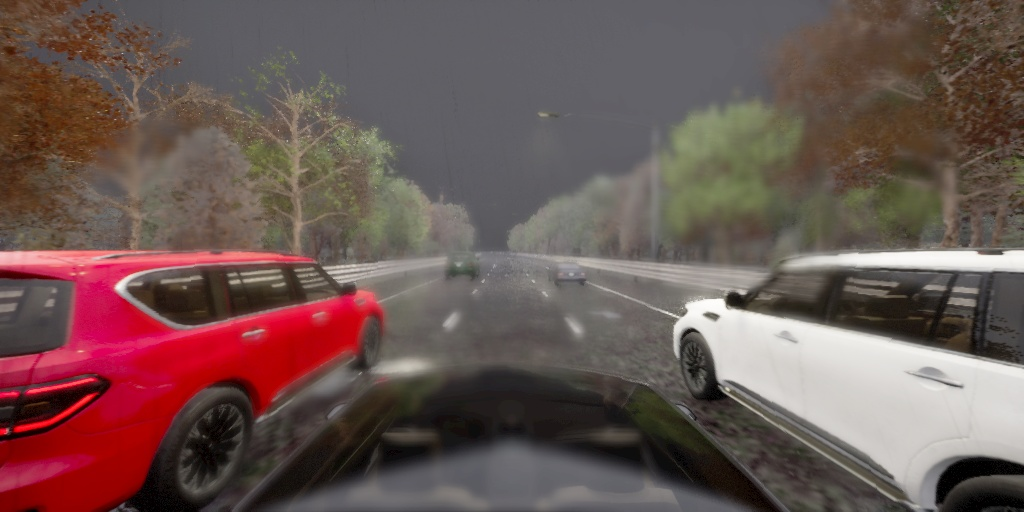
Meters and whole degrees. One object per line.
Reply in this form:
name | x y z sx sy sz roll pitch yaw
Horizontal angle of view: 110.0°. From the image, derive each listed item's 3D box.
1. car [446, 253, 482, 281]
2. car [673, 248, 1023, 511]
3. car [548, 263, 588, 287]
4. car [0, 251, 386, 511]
car | -3.549 0.769 27.217 2.150 2.045 5.566 0 1 0
car | 3.557 0.960 3.185 2.150 2.045 5.566 0 0 0
car | 3.482 1.130 22.924 2.033 1.411 5.357 0 1 0
car | -3.437 0.954 4.405 2.150 2.045 5.566 0 1 0
